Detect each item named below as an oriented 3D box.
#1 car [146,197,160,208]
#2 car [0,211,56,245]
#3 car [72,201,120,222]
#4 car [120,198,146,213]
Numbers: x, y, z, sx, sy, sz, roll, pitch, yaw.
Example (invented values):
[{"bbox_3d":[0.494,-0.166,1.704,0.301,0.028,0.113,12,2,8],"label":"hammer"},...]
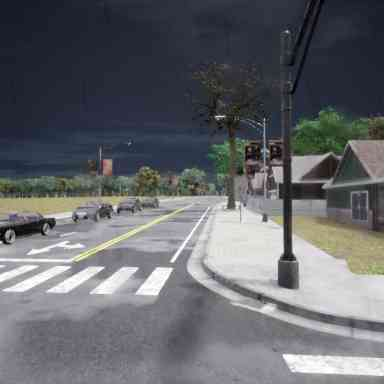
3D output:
[{"bbox_3d":[-5.755,1.410,46.211,1.837,1.490,4.892,0,0,6],"label":"car"},{"bbox_3d":[-8.444,1.594,15.733,1.895,1.301,4.718,0,0,5],"label":"car"},{"bbox_3d":[-7.571,1.449,25.785,2.128,1.511,4.902,0,0,5],"label":"car"},{"bbox_3d":[-6.683,1.430,35.991,1.837,1.490,4.892,0,0,5],"label":"car"}]
